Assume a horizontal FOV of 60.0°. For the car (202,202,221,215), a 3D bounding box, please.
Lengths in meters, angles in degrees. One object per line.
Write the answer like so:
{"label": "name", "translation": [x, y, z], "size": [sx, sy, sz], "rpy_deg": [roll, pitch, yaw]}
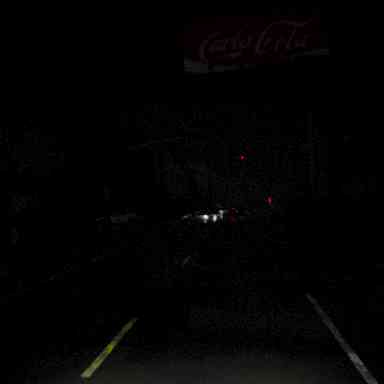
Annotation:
{"label": "car", "translation": [2.622, 2.453, 46.430], "size": [1.994, 1.385, 4.181], "rpy_deg": [-2, -1, 8]}

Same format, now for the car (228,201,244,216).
{"label": "car", "translation": [5.820, 2.280, 43.327], "size": [2.128, 1.511, 4.902], "rpy_deg": [-2, -2, 8]}

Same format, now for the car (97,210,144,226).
{"label": "car", "translation": [-7.143, 2.580, 33.017], "size": [4.674, 1.442, 1.812], "rpy_deg": [-2, -1, 2]}

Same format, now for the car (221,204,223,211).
{"label": "car", "translation": [4.776, 2.680, 61.635], "size": [1.812, 1.442, 4.674], "rpy_deg": [-2, -1, 8]}
